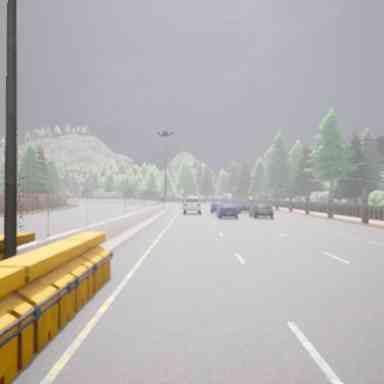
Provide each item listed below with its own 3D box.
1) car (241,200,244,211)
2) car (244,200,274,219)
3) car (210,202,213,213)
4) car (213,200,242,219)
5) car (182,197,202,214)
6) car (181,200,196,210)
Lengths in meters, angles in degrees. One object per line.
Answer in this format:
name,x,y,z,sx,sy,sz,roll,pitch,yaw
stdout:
car,6.928,1.847,44.084,2.097,1.767,4.553,0,-1,0
car,7.004,1.873,33.942,2.128,1.511,4.902,0,-1,0
car,3.436,1.978,44.485,1.882,1.535,5.008,0,-1,0
car,3.537,1.859,33.897,1.882,1.535,5.008,0,-1,0
car,0.010,1.693,41.660,2.150,2.045,5.566,0,0,-1
car,-0.635,2.118,55.618,2.128,1.511,4.902,0,-1,-5
